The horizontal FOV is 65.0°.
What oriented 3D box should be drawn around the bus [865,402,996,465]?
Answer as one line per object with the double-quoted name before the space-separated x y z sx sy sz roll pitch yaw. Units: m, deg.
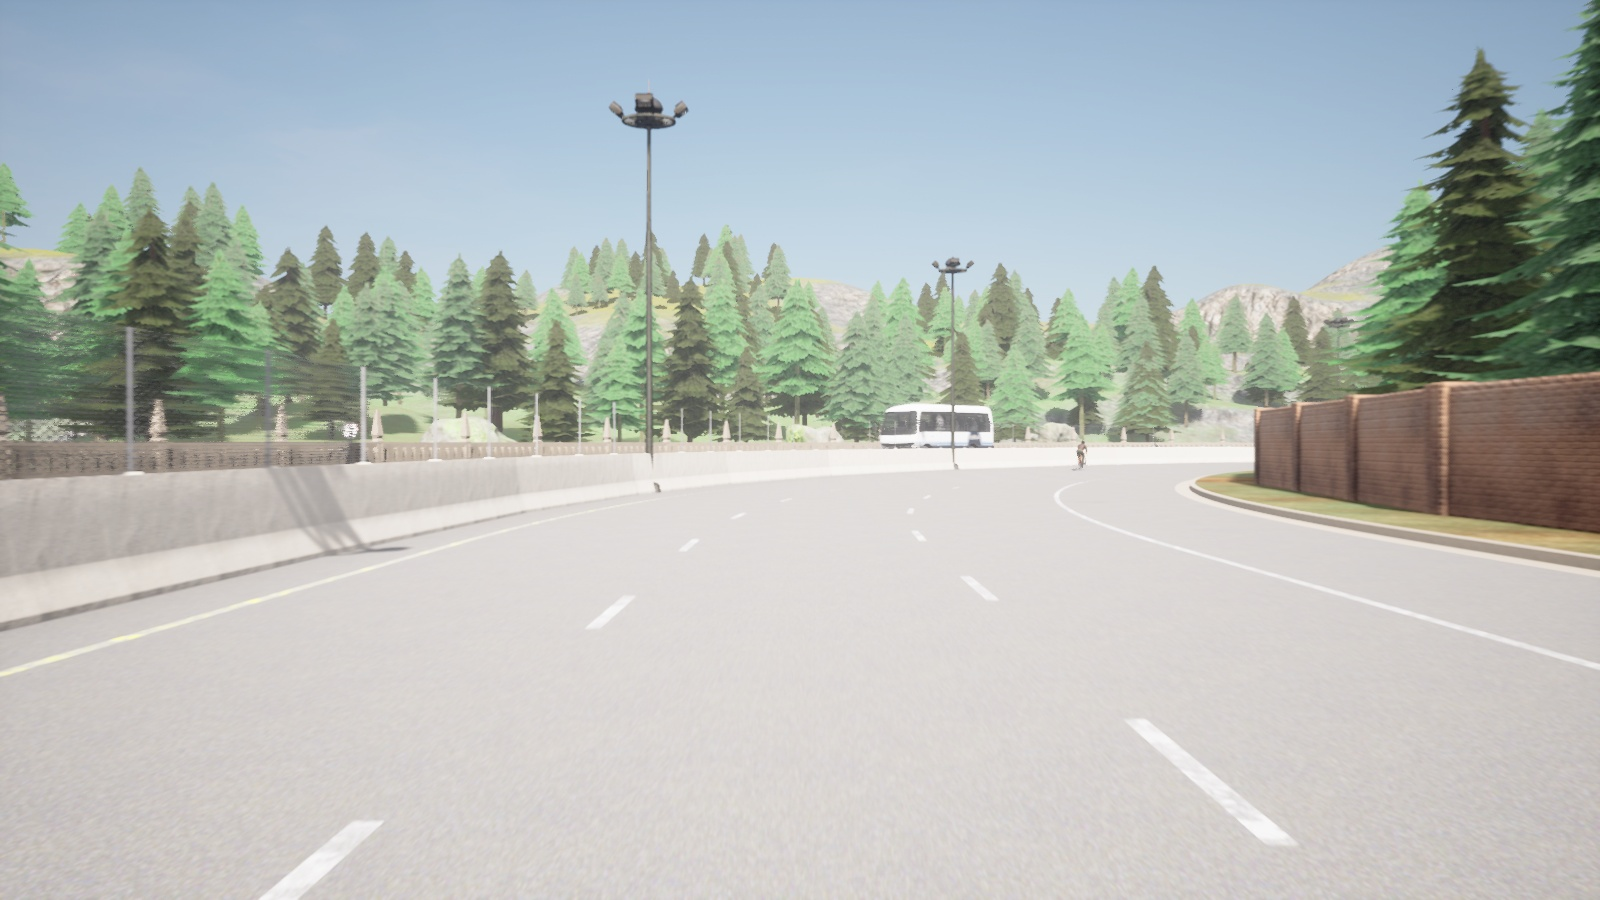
"bus" 9.381 -1.103 89.152 3.944 4.253 10.273 -1 0 41
